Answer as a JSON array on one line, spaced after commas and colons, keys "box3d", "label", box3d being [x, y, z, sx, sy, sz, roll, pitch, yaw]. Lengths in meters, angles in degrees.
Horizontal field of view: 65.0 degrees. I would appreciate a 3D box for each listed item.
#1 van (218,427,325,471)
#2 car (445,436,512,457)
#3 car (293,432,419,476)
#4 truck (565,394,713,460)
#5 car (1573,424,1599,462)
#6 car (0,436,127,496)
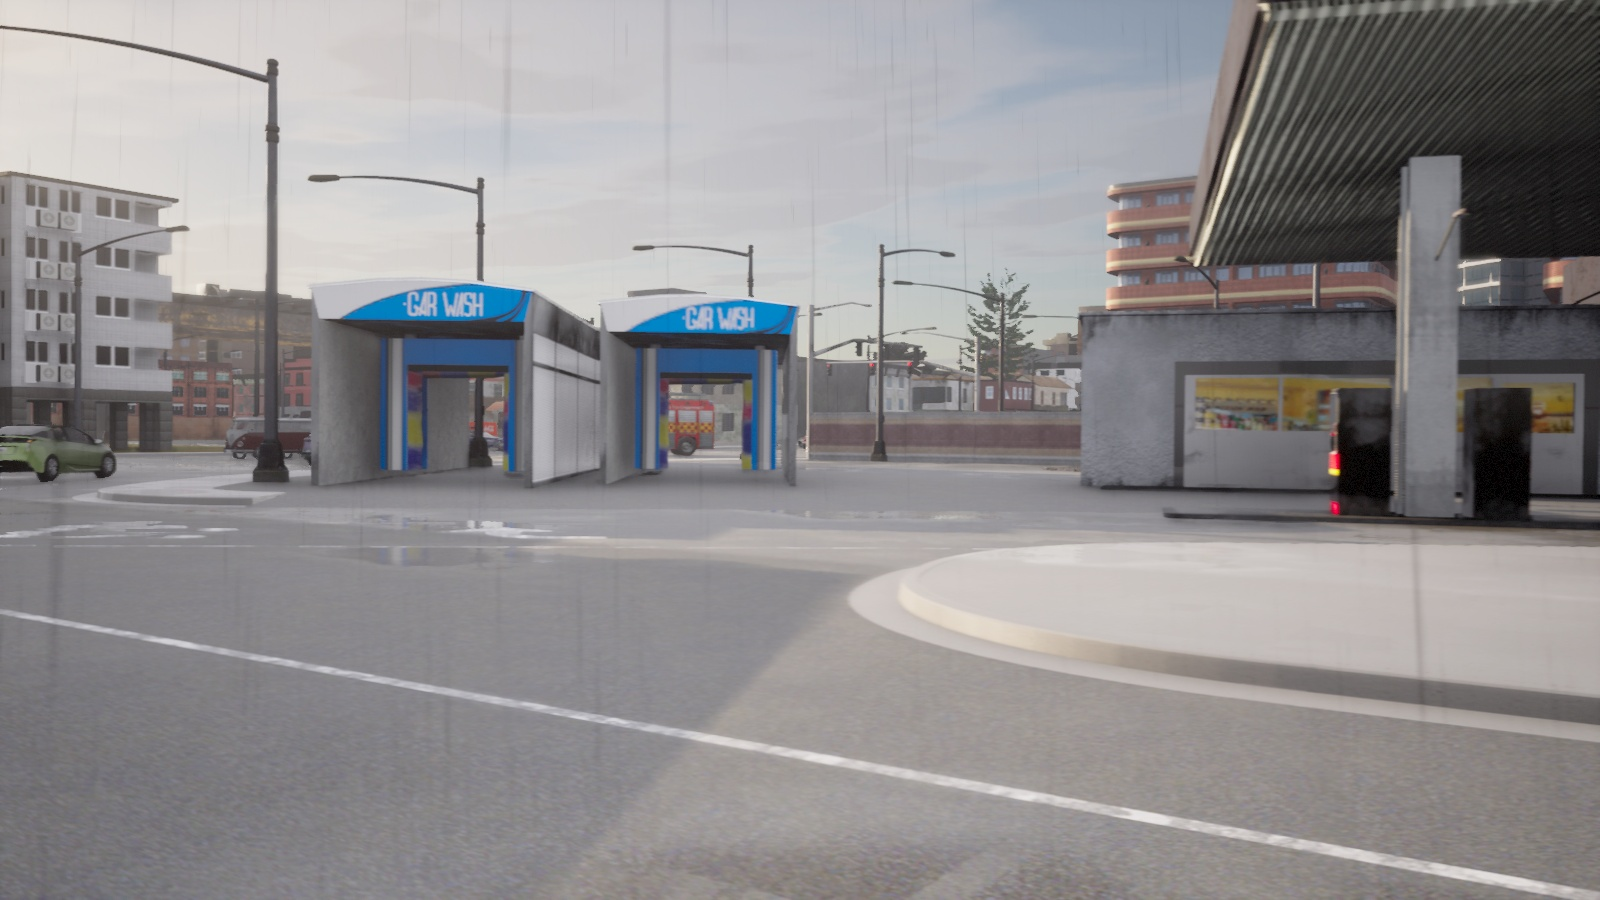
[{"box3d": [-24.800, -0.097, 59.033, 1.775, 1.987, 4.442, 0, 1, 30], "label": "van"}, {"box3d": [-22.478, -0.235, 87.654, 4.674, 1.442, 1.812, 0, 1, 33], "label": "car"}, {"box3d": [-17.552, 0.137, 49.938, 2.033, 1.649, 4.856, 0, 1, 21], "label": "car"}, {"box3d": [-9.740, -1.404, 76.162, 8.468, 3.827, 2.891, -1, 1, -18], "label": "truck"}, {"box3d": [34.031, -0.305, 51.742, 3.705, 1.549, 1.789, 0, 1, 32], "label": "car"}, {"box3d": [-20.560, 0.395, 34.376, 2.007, 1.525, 4.514, -1, 1, -3], "label": "car"}]
